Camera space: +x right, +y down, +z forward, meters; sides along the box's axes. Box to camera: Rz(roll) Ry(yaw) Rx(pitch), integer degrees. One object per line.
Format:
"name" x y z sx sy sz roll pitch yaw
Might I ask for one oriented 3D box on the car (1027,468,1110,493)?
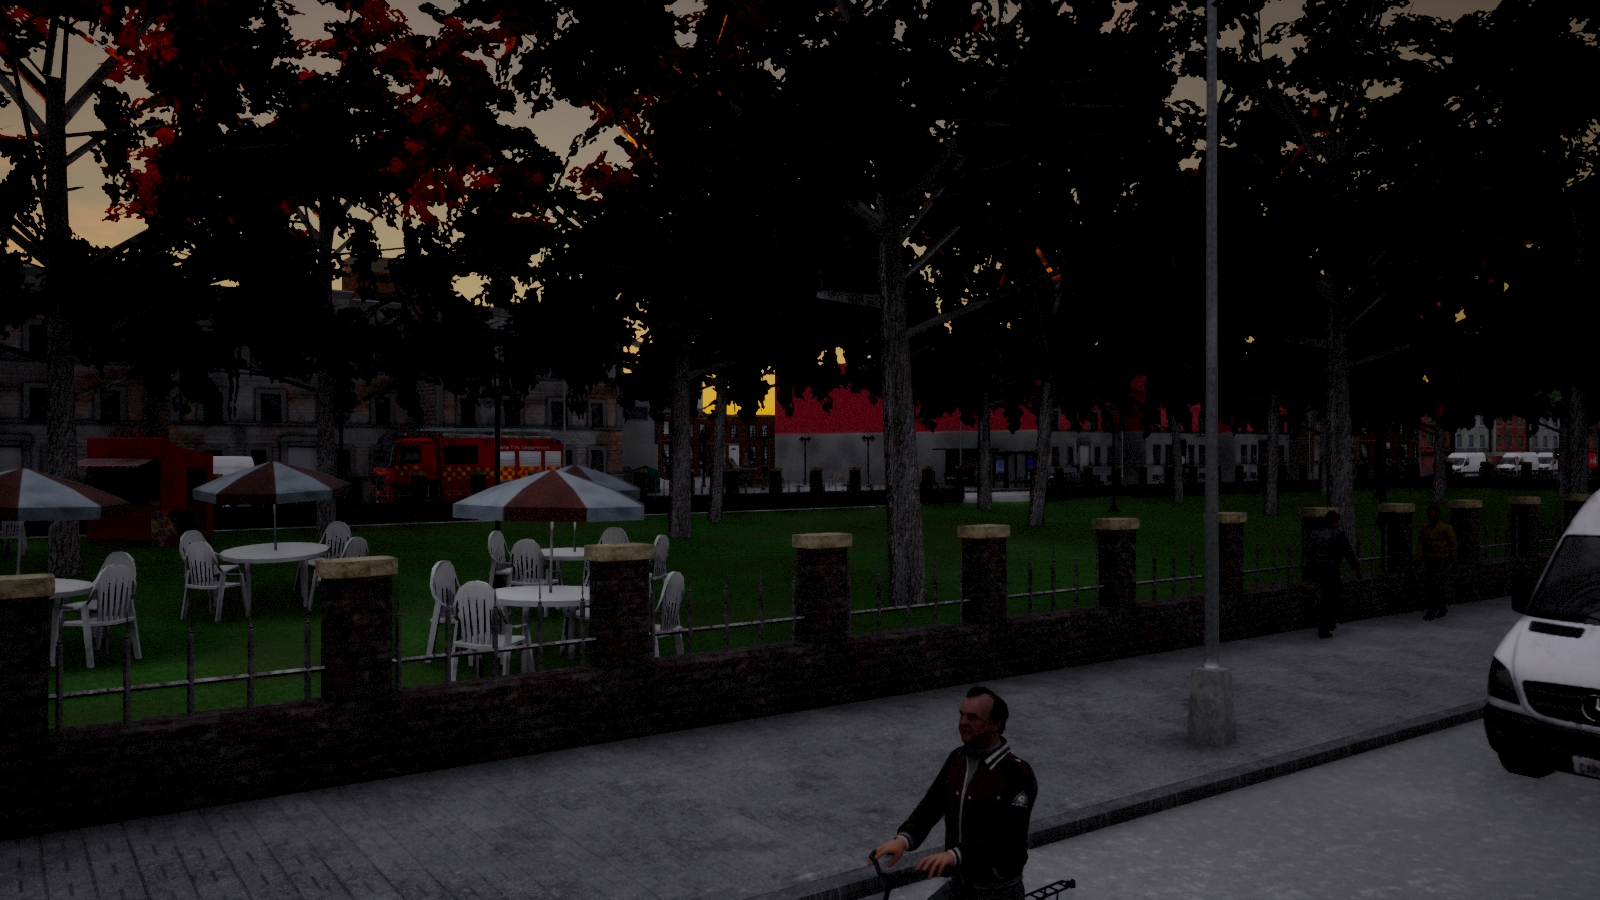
"car" 16.949 1.886 72.017 5.357 1.411 2.033 0 0 -35

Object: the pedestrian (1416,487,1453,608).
"pedestrian" 10.026 1.525 18.062 0.375 1.860 0.375 0 0 -33

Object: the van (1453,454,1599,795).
"van" 8.390 1.315 10.357 5.915 2.561 1.988 0 0 -35

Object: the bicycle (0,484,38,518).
"bicycle" -30.089 1.940 43.427 1.835 1.271 0.329 0 0 -36

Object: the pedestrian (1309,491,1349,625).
"pedestrian" 7.558 1.525 16.318 0.375 1.860 0.375 0 0 -33

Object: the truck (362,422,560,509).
"truck" -15.884 0.671 53.854 8.468 3.827 2.891 0 0 -35
